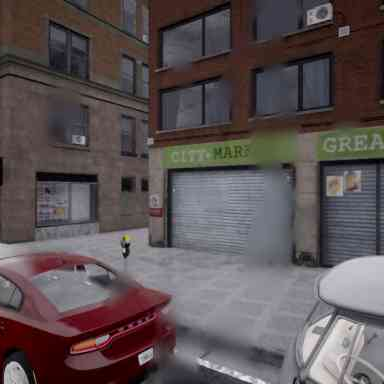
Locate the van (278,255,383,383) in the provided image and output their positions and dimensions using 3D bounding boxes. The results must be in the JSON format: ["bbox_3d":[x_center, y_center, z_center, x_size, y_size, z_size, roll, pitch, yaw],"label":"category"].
[{"bbox_3d":[2.328,1.341,1.417,3.998,1.788,1.690,0,0,35],"label":"van"}]

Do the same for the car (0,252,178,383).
[{"bbox_3d":[-2.282,1.544,4.701,4.507,1.381,1.887,0,0,35],"label":"car"}]
